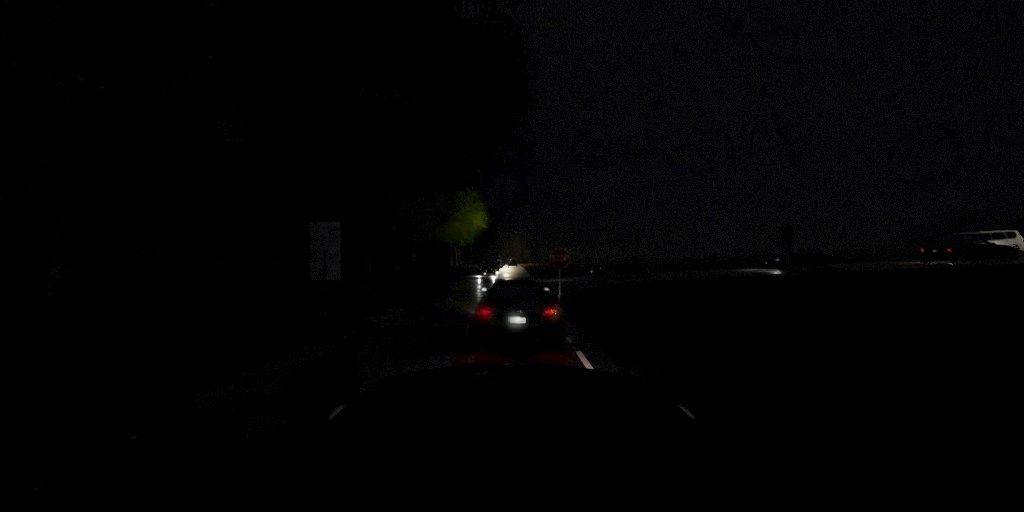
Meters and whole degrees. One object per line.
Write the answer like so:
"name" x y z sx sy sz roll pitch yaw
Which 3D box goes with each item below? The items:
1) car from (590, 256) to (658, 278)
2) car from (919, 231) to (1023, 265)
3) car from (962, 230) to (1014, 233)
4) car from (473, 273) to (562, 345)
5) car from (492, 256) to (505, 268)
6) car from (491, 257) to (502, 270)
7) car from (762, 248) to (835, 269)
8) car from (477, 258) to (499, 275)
"car" 8.259 0.761 26.488 4.902 1.511 2.128 -3 1 -5
"car" 30.042 -0.422 23.675 4.553 1.767 2.097 -3 1 1
"car" 34.287 -0.789 26.570 5.566 2.045 2.150 -3 1 0
"car" 0.092 1.313 9.496 1.994 1.385 4.181 0 0 -1
"car" -2.672 1.022 60.105 2.150 2.045 5.566 0 0 1
"car" -2.734 1.262 49.396 1.882 1.535 5.008 0 0 1
"car" 21.289 0.147 26.725 4.674 1.442 1.812 -3 1 0
"car" -2.710 1.274 39.303 1.837 1.490 4.892 0 0 -1
